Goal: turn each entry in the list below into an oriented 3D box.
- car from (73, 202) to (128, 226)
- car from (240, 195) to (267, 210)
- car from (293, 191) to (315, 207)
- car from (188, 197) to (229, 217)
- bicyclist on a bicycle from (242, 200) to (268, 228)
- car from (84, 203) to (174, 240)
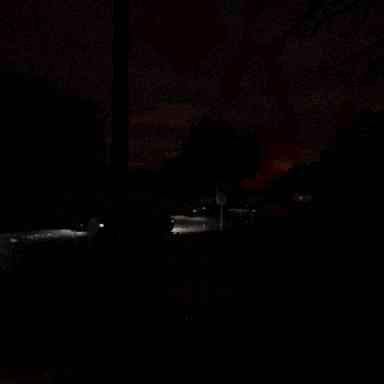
[{"bbox_3d":[-4.264,1.331,19.776,2.033,1.411,5.357,2,2,37],"label":"car"},{"bbox_3d":[6.757,1.083,36.108,1.812,1.442,4.674,1,1,31],"label":"car"},{"bbox_3d":[15.098,0.844,44.628,2.150,2.045,5.566,1,0,27],"label":"car"},{"bbox_3d":[1.505,1.182,27.859,1.812,1.442,4.674,2,2,34],"label":"car"},{"bbox_3d":[3.698,1.292,19.696,1.656,1.620,0.582,0,0,36],"label":"bicyclist on a bicycle"},{"bbox_3d":[-2.798,1.439,16.397,1.994,1.385,4.181,2,2,38],"label":"car"}]
